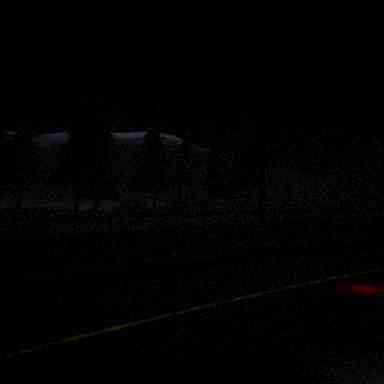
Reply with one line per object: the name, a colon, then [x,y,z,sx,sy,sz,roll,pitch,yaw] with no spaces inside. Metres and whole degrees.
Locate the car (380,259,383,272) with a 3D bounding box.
car: [7.435,1.644,8.983,5.357,1.411,2.033,1,0,-28]
